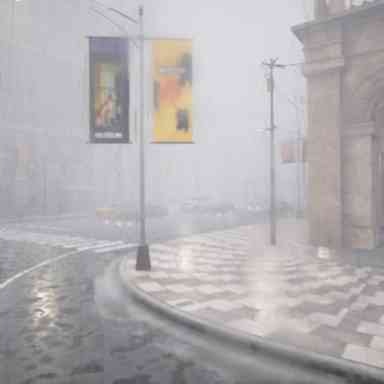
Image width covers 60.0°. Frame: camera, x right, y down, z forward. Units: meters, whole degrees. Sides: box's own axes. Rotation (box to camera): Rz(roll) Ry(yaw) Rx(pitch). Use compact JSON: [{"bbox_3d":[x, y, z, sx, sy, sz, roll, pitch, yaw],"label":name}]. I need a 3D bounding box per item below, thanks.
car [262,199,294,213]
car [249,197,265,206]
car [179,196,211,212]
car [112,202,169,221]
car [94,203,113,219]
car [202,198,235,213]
[{"bbox_3d":[10.367,1.766,38.837,1.895,1.301,4.718,-1,0,36],"label":"car"},{"bbox_3d":[11.776,1.662,58.723,2.097,1.767,4.553,-1,0,36],"label":"car"},{"bbox_3d":[0.644,1.503,43.443,2.150,2.045,5.566,-1,-1,36],"label":"car"},{"bbox_3d":[-4.326,1.787,30.444,2.033,1.411,5.357,-1,0,35],"label":"car"},{"bbox_3d":[-7.173,1.757,32.476,1.882,1.535,5.008,-1,0,35],"label":"car"},{"bbox_3d":[3.684,1.767,41.648,1.812,1.442,4.674,-1,0,36],"label":"car"}]
